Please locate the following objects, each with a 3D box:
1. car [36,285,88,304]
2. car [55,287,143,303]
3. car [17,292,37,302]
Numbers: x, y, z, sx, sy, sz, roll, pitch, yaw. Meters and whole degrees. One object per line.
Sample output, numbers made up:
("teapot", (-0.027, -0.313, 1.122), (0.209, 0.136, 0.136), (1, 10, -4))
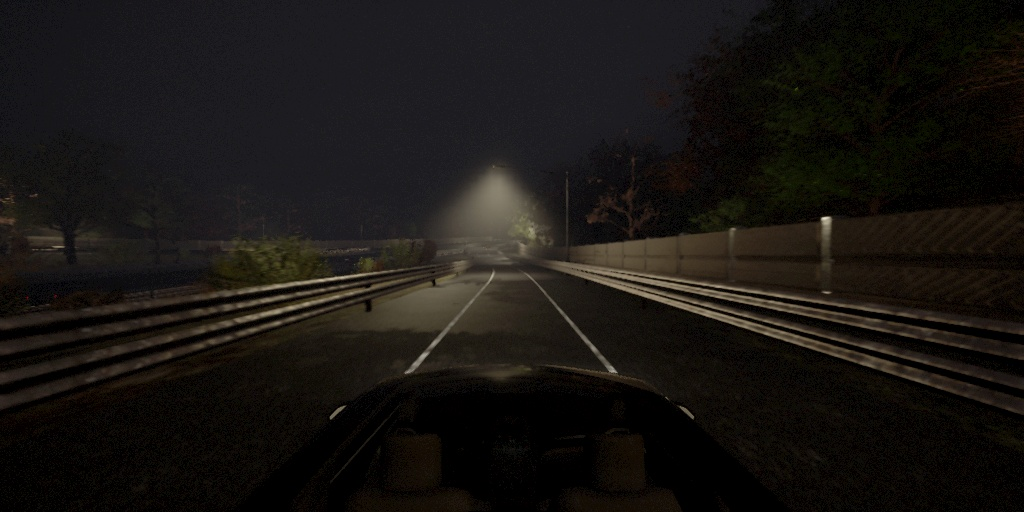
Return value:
("car", (-43.926, 3.781, 36.472), (2.097, 1.767, 4.553), (1, 4, 15))
("car", (-40.520, 4.046, 35.684), (2.033, 1.411, 5.357), (1, 4, 15))
("car", (-47.319, 3.955, 37.362), (1.895, 1.301, 4.718), (1, 4, 15))
